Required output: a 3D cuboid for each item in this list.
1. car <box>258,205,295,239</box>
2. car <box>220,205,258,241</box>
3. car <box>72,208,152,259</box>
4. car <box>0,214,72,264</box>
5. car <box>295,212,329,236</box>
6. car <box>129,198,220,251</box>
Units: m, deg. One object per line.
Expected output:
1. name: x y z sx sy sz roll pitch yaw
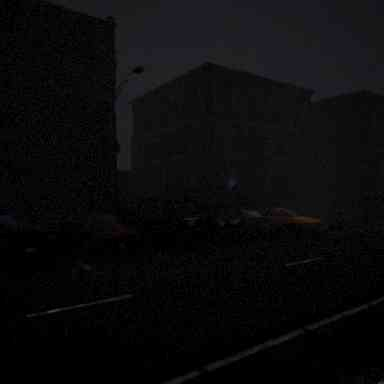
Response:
1. car: 2.866 1.588 17.965 2.002 1.452 4.674 0 0 -36
2. car: 0.661 1.405 16.313 2.185 1.767 4.553 0 0 -36
3. car: -3.813 1.507 13.093 2.097 1.535 5.008 0 0 -36
4. car: -6.033 1.501 11.461 2.097 1.535 5.008 0 0 -36
5. car: 5.205 1.565 19.438 1.946 1.575 5.366 1 0 -36
6. car: -1.600 1.266 14.738 2.435 2.045 5.566 0 0 -36
